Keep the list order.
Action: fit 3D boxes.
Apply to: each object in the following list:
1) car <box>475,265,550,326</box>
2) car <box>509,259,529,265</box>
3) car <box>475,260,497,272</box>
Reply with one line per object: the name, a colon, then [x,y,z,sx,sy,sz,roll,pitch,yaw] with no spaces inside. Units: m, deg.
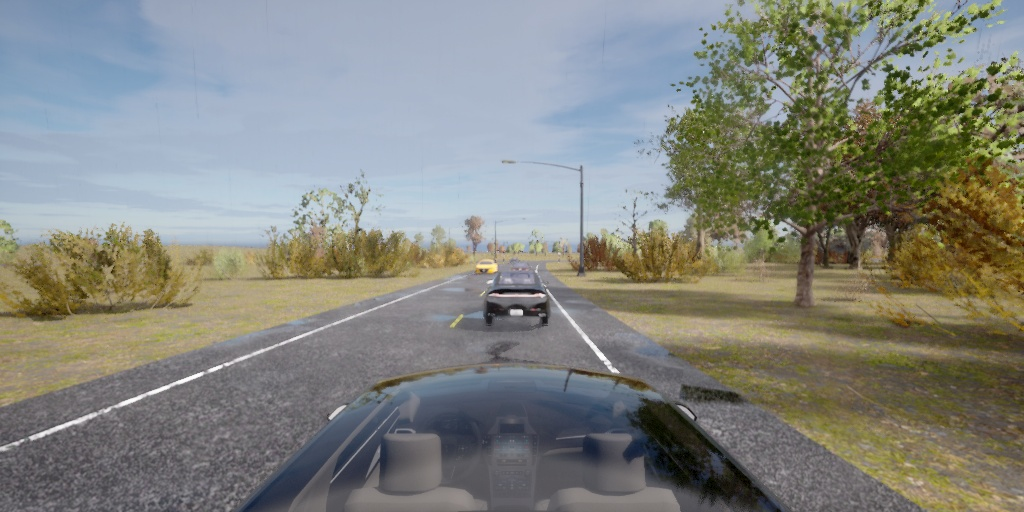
car: [0.175,1.232,11.660,2.128,1.511,4.902,0,0,1]
car: [0.861,1.250,33.631,2.033,1.411,5.357,0,0,3]
car: [-2.635,1.168,37.619,1.882,1.535,5.008,0,0,3]
